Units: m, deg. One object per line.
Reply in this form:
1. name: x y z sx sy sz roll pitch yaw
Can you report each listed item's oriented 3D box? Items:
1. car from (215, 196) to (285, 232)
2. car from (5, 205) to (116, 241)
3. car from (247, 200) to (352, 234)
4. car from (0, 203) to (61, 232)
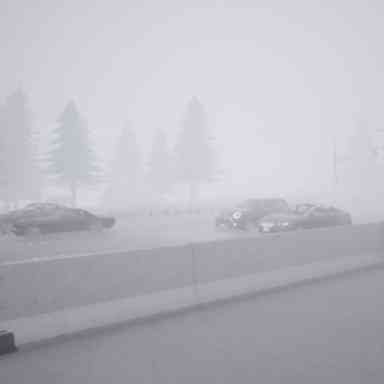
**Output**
1. car: 3.492 1.121 18.266 4.553 1.767 2.097 -1 1 -30
2. car: -6.319 1.500 16.374 4.718 1.301 1.895 -1 1 -33
3. car: 5.219 1.275 15.221 4.902 1.511 2.128 -1 1 -30
4. car: -8.800 1.391 18.905 4.902 1.511 2.128 -1 1 -33
